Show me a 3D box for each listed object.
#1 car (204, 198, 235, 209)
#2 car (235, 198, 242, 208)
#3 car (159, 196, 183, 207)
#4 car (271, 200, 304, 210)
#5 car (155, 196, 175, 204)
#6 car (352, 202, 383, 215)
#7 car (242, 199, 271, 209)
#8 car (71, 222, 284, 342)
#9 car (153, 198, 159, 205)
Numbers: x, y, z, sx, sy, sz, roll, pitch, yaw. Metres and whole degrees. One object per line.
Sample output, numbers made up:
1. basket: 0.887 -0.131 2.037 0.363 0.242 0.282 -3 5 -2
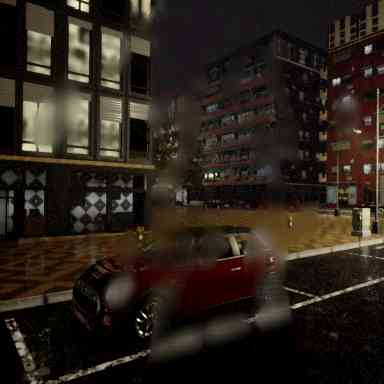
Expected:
1. car: 3.355 1.677 45.839 2.008 1.369 4.403 1 -1 -35
2. car: 6.943 1.725 55.298 1.967 1.590 4.097 1 -1 -35
3. car: -3.177 1.732 55.110 1.887 1.381 4.507 1 -1 -35
4. car: 13.475 1.806 46.026 1.802 1.307 4.206 1 -1 -35
5. car: -6.121 1.724 73.842 2.192 1.841 5.009 1 -1 -35
6. car: 20.007 1.730 36.755 1.947 1.339 4.313 1 -1 -35
7. car: 10.209 1.799 50.662 1.887 1.381 4.507 1 -1 -35
8. car: -0.151 1.441 6.430 4.097 1.590 1.967 0 1 -35
9. car: -6.443 1.763 59.746 1.887 1.381 4.507 1 -1 -35
